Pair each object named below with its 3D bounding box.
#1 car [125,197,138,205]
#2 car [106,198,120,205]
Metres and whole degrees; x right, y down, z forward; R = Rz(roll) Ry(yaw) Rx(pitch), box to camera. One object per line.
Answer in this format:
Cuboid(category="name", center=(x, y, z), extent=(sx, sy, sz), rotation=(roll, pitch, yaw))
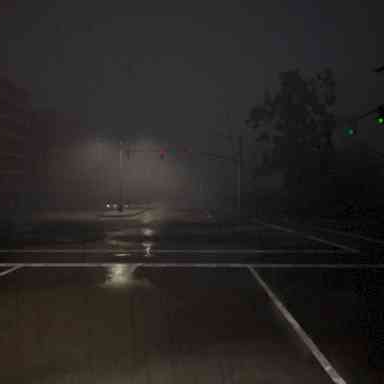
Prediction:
Cuboid(category="car", center=(-11.527, 1.752, 63.769), extent=(2.033, 1.411, 5.357), rotation=(0, 0, 1))
Cuboid(category="car", center=(-15.033, 1.767, 63.772), extent=(1.994, 1.385, 4.181), rotation=(0, 0, 1))
